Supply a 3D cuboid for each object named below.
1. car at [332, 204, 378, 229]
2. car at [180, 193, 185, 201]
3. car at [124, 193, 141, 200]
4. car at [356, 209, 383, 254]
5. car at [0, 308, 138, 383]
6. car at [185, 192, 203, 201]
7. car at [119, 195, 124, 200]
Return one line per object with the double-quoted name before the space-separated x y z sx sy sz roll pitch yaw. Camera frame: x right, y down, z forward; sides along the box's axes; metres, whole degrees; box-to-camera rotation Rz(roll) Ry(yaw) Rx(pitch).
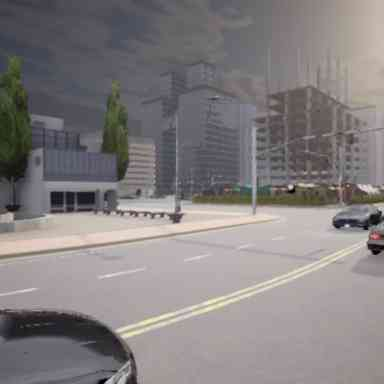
"car" 10.306 1.473 20.386 2.033 1.411 5.357 0 0 41
"car" -1.166 1.083 77.262 1.905 1.878 3.866 0 0 42
"car" -15.760 1.147 90.381 1.905 1.878 3.866 0 0 42
"car" 8.017 1.492 12.279 2.033 1.411 5.357 0 0 42
"car" -2.717 1.504 2.056 4.902 1.511 2.128 0 0 -35
"car" 0.977 1.313 75.315 1.970 1.475 3.806 0 0 42
"car" -17.873 1.153 92.360 1.932 1.855 4.605 0 0 42
